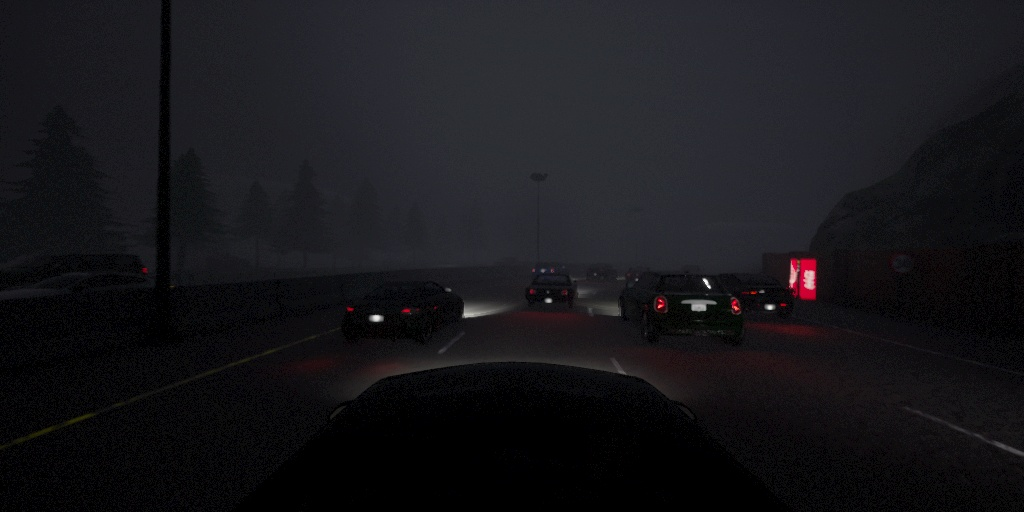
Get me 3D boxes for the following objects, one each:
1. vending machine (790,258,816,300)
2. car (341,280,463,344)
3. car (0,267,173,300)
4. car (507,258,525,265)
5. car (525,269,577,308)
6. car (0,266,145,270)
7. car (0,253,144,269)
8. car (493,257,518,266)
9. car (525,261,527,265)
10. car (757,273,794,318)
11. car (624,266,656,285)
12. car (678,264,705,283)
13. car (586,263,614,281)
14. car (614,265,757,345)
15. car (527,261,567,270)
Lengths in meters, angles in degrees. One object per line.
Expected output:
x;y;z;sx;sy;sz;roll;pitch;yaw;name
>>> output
14.763;1.108;18.127;1.100;2.100;0.880;0;0;19;vending machine
-2.688;1.323;9.724;1.994;1.385;4.181;0;0;7;car
-13.280;1.215;11.105;1.812;1.442;4.674;0;0;8;car
1.968;1.519;60.359;2.033;1.411;5.357;0;0;38;car
1.875;1.414;15.787;1.895;1.301;4.718;0;0;12;car
-16.358;1.242;13.954;1.994;1.385;4.181;0;0;9;car
-19.655;0.883;15.735;2.150;2.045;5.566;0;0;10;car
-0.944;1.176;62.308;2.150;2.045;5.566;0;0;38;car
4.502;1.546;57.920;1.994;1.385;4.181;0;0;38;car
8.556;1.357;13.596;1.837;1.490;4.892;0;0;11;car
10.588;1.524;29.440;1.895;1.301;4.718;0;0;27;car
15.830;1.493;31.560;1.812;1.442;4.674;0;0;31;car
8.081;1.392;32.048;1.882;1.535;5.008;0;0;28;car
4.380;1.162;10.003;2.097;1.767;4.553;0;0;7;car
3.306;1.226;30.246;2.097;1.767;4.553;0;0;25;car
